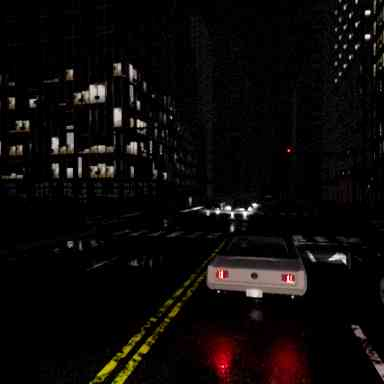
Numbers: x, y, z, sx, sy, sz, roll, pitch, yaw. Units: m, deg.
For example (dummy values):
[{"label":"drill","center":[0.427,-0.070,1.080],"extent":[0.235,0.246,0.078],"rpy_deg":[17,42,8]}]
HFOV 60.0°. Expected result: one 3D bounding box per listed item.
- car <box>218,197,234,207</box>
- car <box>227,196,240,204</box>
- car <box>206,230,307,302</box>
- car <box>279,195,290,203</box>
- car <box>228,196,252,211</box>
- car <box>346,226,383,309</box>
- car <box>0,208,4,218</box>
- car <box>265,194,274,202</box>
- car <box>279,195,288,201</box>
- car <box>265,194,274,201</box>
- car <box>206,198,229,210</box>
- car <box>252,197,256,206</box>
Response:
[{"label":"car","center":[5.485,1.567,53.048],"extent":[1.895,1.301,4.718],"rpy_deg":[0,0,13]},{"label":"car","center":[7.922,1.459,63.176],"extent":[1.837,1.490,4.892],"rpy_deg":[0,0,14]},{"label":"car","center":[1.709,1.597,8.353],"extent":[1.895,1.301,4.718],"rpy_deg":[0,0,14]},{"label":"car","center":[19.519,1.473,69.640],"extent":[2.033,1.411,5.357],"rpy_deg":[0,0,13]},{"label":"car","center":[5.917,1.503,40.739],"extent":[1.812,1.442,4.674],"rpy_deg":[0,0,13]},{"label":"car","center":[4.837,1.501,7.449],"extent":[1.837,1.490,4.892],"rpy_deg":[0,0,13]},{"label":"car","center":[-17.310,1.435,26.692],"extent":[4.313,1.339,1.947],"rpy_deg":[1,1,14]},{"label":"car","center":[16.459,1.529,70.823],"extent":[1.895,1.301,4.718],"rpy_deg":[0,0,13]},{"label":"car","center":[21.919,1.354,79.808],"extent":[1.895,1.301,4.718],"rpy_deg":[0,0,13]},{"label":"car","center":[18.749,1.285,80.526],"extent":[2.128,1.511,4.902],"rpy_deg":[0,0,13]},{"label":"car","center":[3.150,1.524,43.182],"extent":[2.033,1.411,5.357],"rpy_deg":[0,0,13]},{"label":"car","center":[8.042,1.459,49.739],"extent":[2.128,1.511,4.902],"rpy_deg":[0,0,13]}]
